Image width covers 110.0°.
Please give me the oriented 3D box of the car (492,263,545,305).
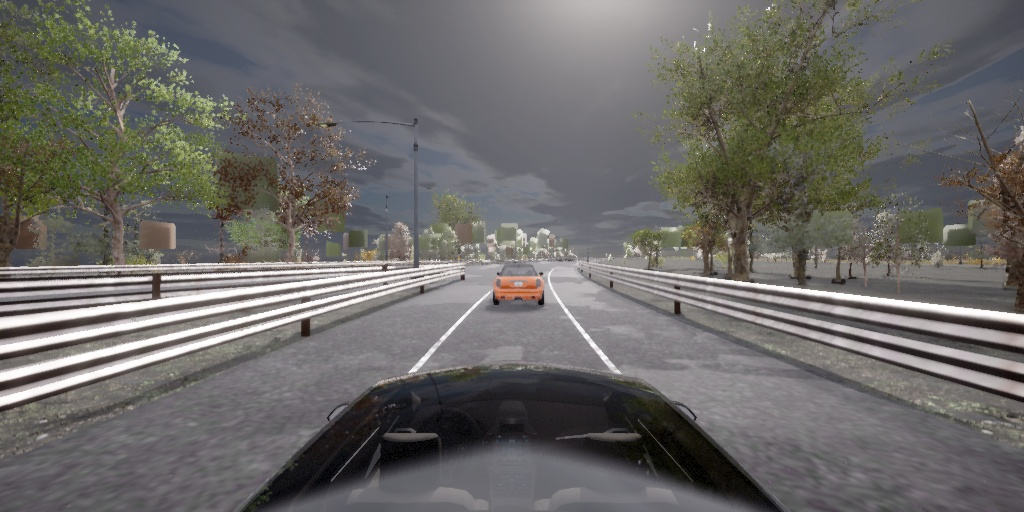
[{"bbox_3d":[0.352,1.111,16.128,2.097,1.767,4.553,0,0,3],"label":"car"}]
